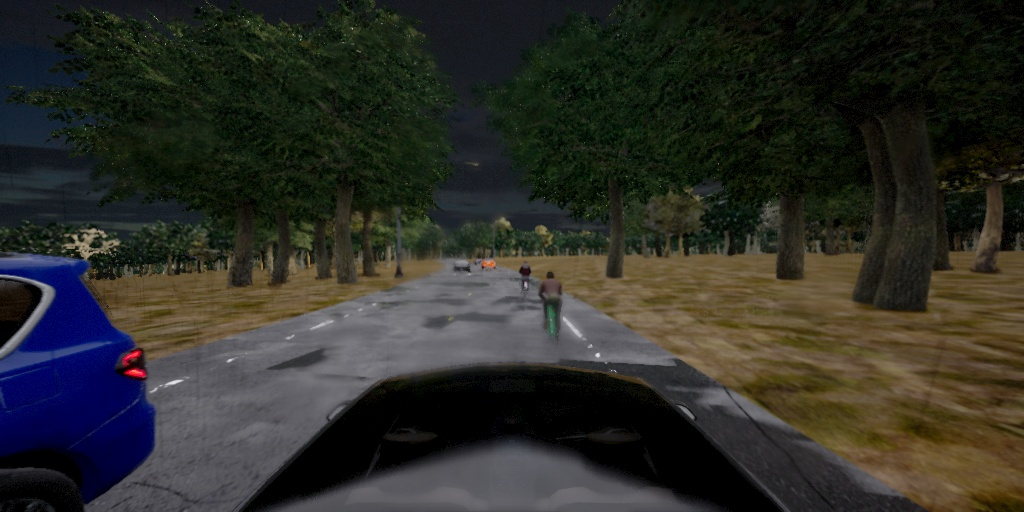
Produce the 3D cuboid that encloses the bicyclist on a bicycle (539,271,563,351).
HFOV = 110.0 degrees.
[{"bbox_3d":[0.875,1.168,7.930,0.582,1.620,1.656,0,0,-1],"label":"bicyclist on a bicycle"}]

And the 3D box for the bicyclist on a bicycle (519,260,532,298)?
[{"bbox_3d":[0.618,1.052,16.754,0.659,1.776,1.843,0,0,-2],"label":"bicyclist on a bicycle"}]

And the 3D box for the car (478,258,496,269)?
[{"bbox_3d":[-3.785,1.028,56.046,2.097,1.767,4.553,0,0,-8],"label":"car"}]

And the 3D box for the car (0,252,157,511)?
[{"bbox_3d":[-3.626,0.982,0.195,2.150,2.045,5.566,0,0,0],"label":"car"}]

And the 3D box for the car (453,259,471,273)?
[{"bbox_3d":[-5.767,1.140,41.878,1.882,1.535,5.008,0,0,-6],"label":"car"}]
